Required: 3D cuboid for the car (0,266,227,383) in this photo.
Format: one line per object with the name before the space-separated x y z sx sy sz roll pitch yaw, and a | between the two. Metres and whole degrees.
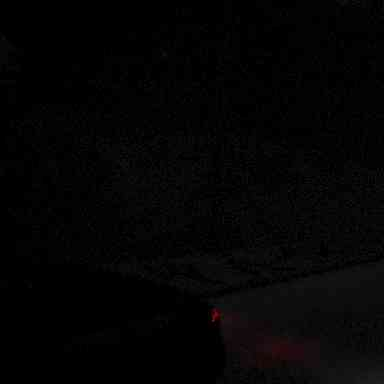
car | -1.653 1.569 3.425 4.181 1.385 1.994 1 0 -35
